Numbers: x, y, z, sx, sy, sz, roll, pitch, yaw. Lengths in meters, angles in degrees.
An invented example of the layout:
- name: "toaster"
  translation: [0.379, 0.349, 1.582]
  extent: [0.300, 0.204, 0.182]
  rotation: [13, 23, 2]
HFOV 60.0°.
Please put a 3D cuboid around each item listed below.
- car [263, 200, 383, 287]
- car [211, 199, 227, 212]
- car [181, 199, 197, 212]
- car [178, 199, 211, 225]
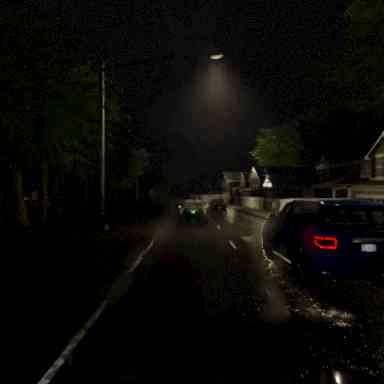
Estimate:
- name: "car"
  translation: [3.596, 1.230, 9.444]
  extent: [2.150, 2.045, 5.566]
  rotation: [0, 0, 0]
- name: "car"
  translation: [3.090, 1.616, 40.962]
  extent: [2.128, 1.511, 4.902]
  rotation: [0, 0, -3]
- name: "car"
  translation: [-0.429, 1.654, 41.290]
  extent: [1.812, 1.442, 4.674]
  rotation: [0, 0, -3]
- name: "car"
  translation: [0.057, 1.416, 24.435]
  extent: [2.097, 1.767, 4.553]
  rotation: [0, 0, 0]
